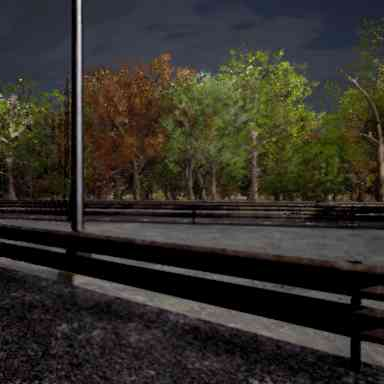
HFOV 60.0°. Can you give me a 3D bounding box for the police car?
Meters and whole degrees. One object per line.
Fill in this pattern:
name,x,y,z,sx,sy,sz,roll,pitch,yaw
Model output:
police car,9.745,1.502,25.881,5.238,1.638,1.930,0,0,15
